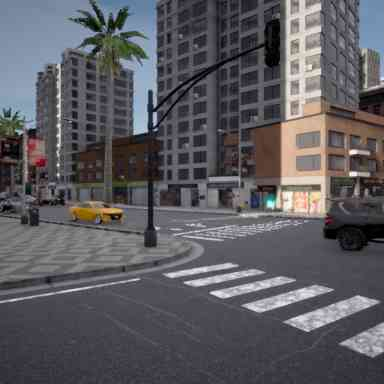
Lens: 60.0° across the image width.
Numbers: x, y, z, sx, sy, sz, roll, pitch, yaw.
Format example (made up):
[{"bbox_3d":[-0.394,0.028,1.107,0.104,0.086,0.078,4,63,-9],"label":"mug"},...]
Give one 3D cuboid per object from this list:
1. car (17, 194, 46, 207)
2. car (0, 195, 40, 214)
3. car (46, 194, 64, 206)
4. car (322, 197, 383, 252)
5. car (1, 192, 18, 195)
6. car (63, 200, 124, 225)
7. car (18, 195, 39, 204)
[{"bbox_3d":[-23.145,1.361,47.837,4.674,1.442,1.812,0,0,45],"label":"car"},{"bbox_3d":[-17.724,1.401,33.663,4.902,1.511,2.128,0,0,42],"label":"car"},{"bbox_3d":[-21.153,1.184,50.435,4.553,1.767,2.097,0,0,45],"label":"car"},{"bbox_3d":[7.809,1.240,12.363,5.566,2.045,2.150,0,0,38],"label":"car"},{"bbox_3d":[-30.234,0.991,54.759,2.150,2.045,5.566,0,0,-44],"label":"car"},{"bbox_3d":[-7.038,1.442,24.315,5.008,1.535,1.882,0,0,40],"label":"car"},{"bbox_3d":[-28.193,1.270,57.321,1.837,1.490,4.892,0,0,-44],"label":"car"}]
